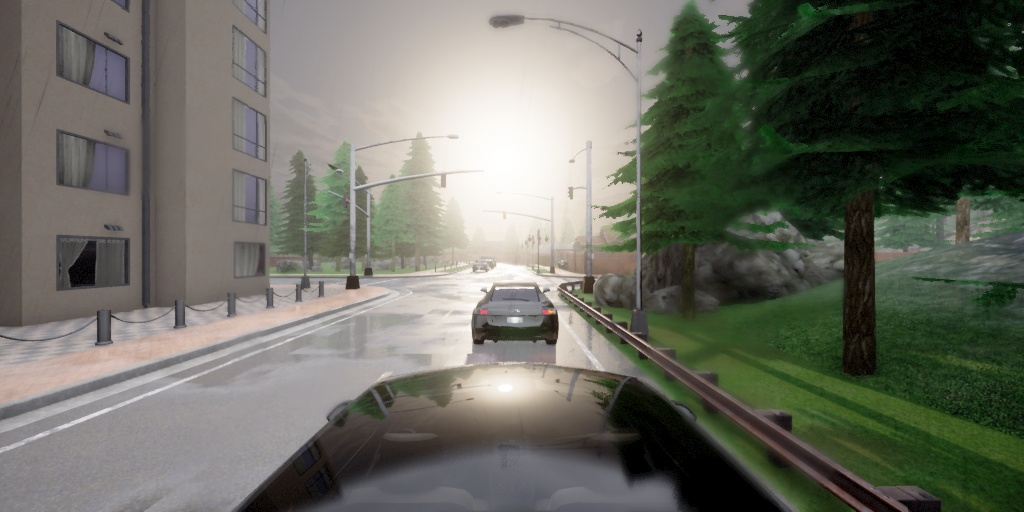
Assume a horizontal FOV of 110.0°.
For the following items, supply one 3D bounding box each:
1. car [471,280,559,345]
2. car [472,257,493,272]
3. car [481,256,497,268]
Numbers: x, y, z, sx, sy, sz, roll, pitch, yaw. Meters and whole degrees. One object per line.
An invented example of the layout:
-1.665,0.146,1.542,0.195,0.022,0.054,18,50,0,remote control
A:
0.083,1.314,9.536,1.994,1.385,4.181,0,0,1,car
-3.934,1.212,45.624,2.128,1.511,4.902,0,0,0,car
-3.977,0.942,56.232,2.150,2.045,5.566,0,0,0,car
